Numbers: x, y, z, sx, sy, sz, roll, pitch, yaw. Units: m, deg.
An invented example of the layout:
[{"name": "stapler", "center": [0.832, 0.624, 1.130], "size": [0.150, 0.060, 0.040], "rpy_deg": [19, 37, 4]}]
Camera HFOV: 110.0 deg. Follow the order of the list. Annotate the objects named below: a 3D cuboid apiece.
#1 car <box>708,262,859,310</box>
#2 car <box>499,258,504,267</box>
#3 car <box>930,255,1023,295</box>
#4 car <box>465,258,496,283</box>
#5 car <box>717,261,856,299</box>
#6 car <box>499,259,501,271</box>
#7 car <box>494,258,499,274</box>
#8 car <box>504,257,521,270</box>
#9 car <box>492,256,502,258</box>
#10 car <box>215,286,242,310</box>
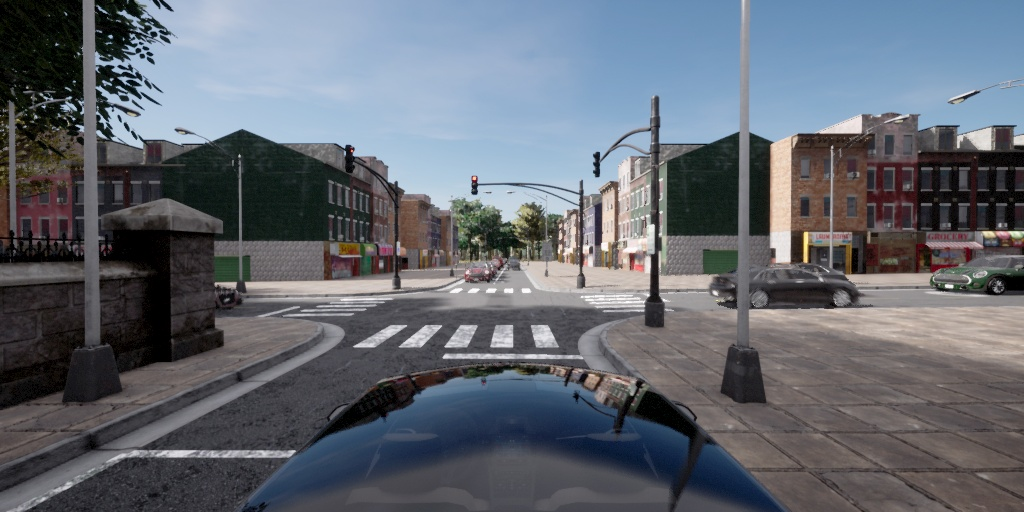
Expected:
[{"name": "car", "center": [10.010, 1.108, 13.375], "size": [4.892, 1.490, 1.837], "rpy_deg": [-1, 1, 0]}, {"name": "car", "center": [-2.483, 1.329, 49.835], "size": [1.888, 1.381, 4.507], "rpy_deg": [0, 0, 0]}, {"name": "car", "center": [22.100, 0.763, 16.280], "size": [4.553, 1.767, 2.097], "rpy_deg": [-1, 1, 0]}, {"name": "car", "center": [-2.555, 1.199, 28.097], "size": [1.967, 1.591, 4.097], "rpy_deg": [0, 0, 0]}, {"name": "car", "center": [12.322, 1.046, 16.316], "size": [4.892, 1.490, 1.837], "rpy_deg": [-1, 1, 0]}, {"name": "car", "center": [-2.519, 1.335, 38.966], "size": [1.948, 1.339, 4.313], "rpy_deg": [0, 0, 0]}, {"name": "car", "center": [-2.537, 1.204, 33.532], "size": [1.967, 1.591, 4.097], "rpy_deg": [0, 0, 0]}, {"name": "car", "center": [0.273, 1.283, 55.094], "size": [2.128, 1.511, 4.902], "rpy_deg": [0, 0, 0]}, {"name": "car", "center": [-2.832, 1.259, 60.907], "size": [1.801, 1.575, 5.366], "rpy_deg": [0, 0, 0]}, {"name": "car", "center": [-12.681, 1.501, 13.448], "size": [4.181, 1.385, 1.994], "rpy_deg": [-1, 1, 0]}]
